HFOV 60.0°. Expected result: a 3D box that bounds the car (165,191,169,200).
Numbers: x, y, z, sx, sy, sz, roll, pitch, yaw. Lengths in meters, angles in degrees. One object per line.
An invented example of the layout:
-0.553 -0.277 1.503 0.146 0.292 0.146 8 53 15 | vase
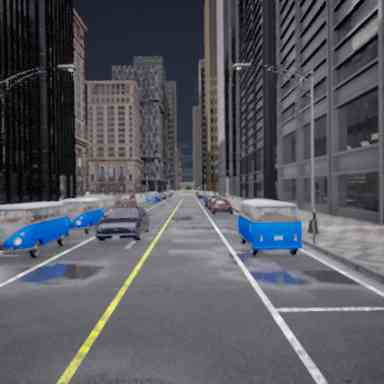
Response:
-6.290 0.935 68.536 1.947 1.339 4.313 -1 1 0 | car

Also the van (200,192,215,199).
2.409 0.842 46.042 1.690 1.788 3.998 -1 1 0 | van

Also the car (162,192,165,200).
-6.201 1.030 57.256 1.887 1.381 4.507 -1 1 0 | car

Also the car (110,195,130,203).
-5.936 1.269 23.411 1.967 1.590 4.097 -1 1 0 | car

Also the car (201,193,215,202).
2.457 1.124 40.404 1.947 1.339 4.313 -1 1 0 | car

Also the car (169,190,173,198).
-6.381 0.692 79.816 1.967 1.590 4.097 -1 1 0 | car

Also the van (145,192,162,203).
-6.160 0.884 51.613 1.690 1.788 3.998 -1 1 0 | van

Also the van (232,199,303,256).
2.676 1.184 12.201 1.690 1.788 3.998 -1 1 0 | van

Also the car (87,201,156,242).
-3.110 1.418 16.101 2.033 1.411 5.357 -1 1 0 | car

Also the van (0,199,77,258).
-5.849 1.284 12.130 1.690 1.788 3.998 -1 1 0 | van

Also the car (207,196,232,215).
2.546 1.254 29.124 1.802 1.307 4.206 -1 1 0 | car

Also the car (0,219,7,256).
-5.800 1.527 6.322 1.752 1.417 4.829 -1 1 0 | car

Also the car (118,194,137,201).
-5.983 1.087 29.051 2.192 1.841 5.009 -1 1 0 | car

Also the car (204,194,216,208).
2.502 1.197 34.764 1.802 1.307 4.206 -1 1 0 | car

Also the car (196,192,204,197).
2.101 0.658 85.526 1.947 1.339 4.313 -1 1 0 | car

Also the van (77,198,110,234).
-5.893 1.227 17.770 1.690 1.788 3.998 -1 1 0 | van

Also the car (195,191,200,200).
2.234 0.815 68.605 1.887 1.381 4.507 -1 1 0 | car
